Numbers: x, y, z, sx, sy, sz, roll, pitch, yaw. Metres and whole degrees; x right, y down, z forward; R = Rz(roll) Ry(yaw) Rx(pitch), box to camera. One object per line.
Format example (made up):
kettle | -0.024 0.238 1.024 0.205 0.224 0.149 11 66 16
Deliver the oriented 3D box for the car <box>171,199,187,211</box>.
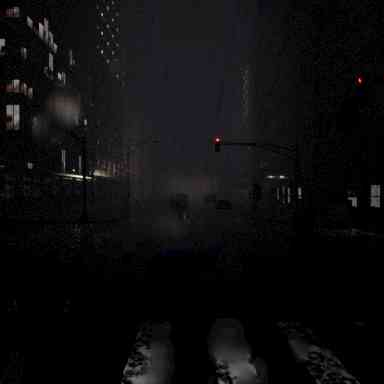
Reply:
car | -1.609 1.614 42.495 1.895 1.301 4.718 0 0 0

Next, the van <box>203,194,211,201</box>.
van | 3.575 1.321 80.489 1.690 1.788 3.998 0 0 0

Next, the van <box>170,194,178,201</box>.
van | -4.305 1.321 80.442 1.690 1.788 3.998 0 0 0

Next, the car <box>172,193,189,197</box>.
car | -1.667 1.228 54.141 2.150 2.045 5.566 0 0 0

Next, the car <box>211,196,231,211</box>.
car | 3.855 1.579 41.797 1.947 1.339 4.313 0 0 0

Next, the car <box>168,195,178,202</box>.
car | -4.272 1.426 74.915 1.967 1.590 4.097 0 0 0

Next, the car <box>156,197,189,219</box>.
car | -1.724 1.510 29.448 2.128 1.511 4.902 0 0 3

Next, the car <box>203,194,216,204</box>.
car | 3.674 1.313 63.906 2.192 1.841 5.009 0 0 0

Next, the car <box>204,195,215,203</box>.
car | 3.641 1.432 69.434 1.967 1.590 4.097 0 0 0
